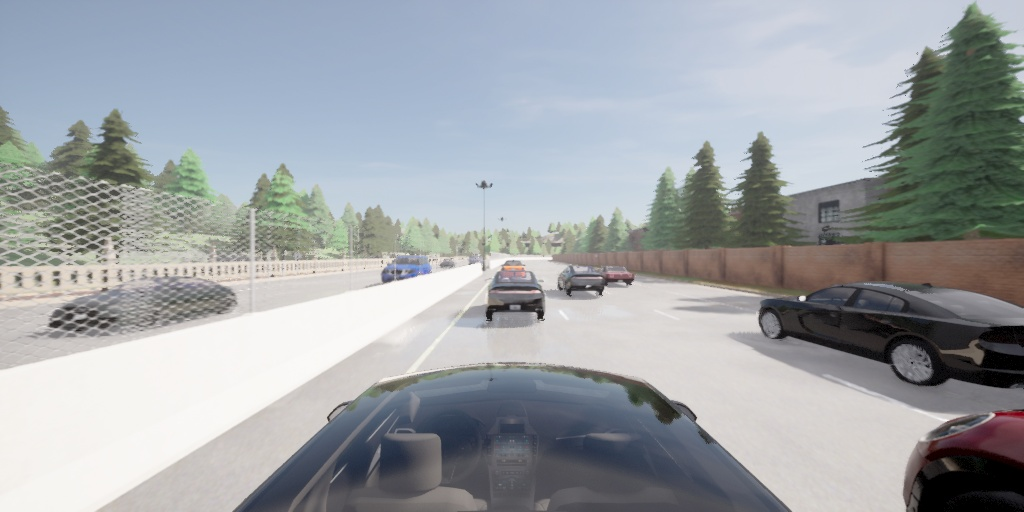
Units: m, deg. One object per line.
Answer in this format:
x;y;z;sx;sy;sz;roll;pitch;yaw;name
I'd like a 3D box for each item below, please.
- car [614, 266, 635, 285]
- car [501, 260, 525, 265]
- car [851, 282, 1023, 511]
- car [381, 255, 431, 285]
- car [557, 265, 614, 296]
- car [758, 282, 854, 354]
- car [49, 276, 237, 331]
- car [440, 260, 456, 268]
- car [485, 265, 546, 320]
7.093;1.350;25.646;1.895;1.301;4.718;0;0;0;car
0.092;1.100;30.549;2.097;1.767;4.553;0;0;0;car
3.597;1.103;0.403;2.097;1.767;4.553;0;0;0;car
-7.107;0.971;24.699;2.150;2.045;5.566;0;0;0;car
3.595;1.241;19.305;2.128;1.511;4.902;0;0;0;car
7.099;1.228;6.963;1.882;1.535;5.008;0;0;0;car
-10.604;1.313;10.798;1.994;1.385;4.181;0;0;0;car
-10.560;1.309;59.679;1.994;1.385;4.181;0;0;2;car
0.094;1.241;12.564;2.128;1.511;4.902;0;0;0;car
